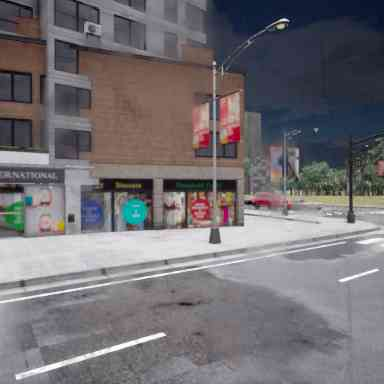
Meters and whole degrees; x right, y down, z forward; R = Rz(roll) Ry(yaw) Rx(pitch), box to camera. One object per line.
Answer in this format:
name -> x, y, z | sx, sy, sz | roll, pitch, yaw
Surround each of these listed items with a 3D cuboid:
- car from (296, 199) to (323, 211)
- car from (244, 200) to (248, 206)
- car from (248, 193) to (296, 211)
car -> 13.081, 1.491, 39.095 | 1.895, 1.301, 4.718 | 0, 0, -23
car -> 9.450, 1.470, 47.902 | 1.895, 1.301, 4.718 | 0, 0, -22
car -> 9.388, 1.122, 39.480 | 2.150, 2.045, 5.566 | 0, 0, -22
